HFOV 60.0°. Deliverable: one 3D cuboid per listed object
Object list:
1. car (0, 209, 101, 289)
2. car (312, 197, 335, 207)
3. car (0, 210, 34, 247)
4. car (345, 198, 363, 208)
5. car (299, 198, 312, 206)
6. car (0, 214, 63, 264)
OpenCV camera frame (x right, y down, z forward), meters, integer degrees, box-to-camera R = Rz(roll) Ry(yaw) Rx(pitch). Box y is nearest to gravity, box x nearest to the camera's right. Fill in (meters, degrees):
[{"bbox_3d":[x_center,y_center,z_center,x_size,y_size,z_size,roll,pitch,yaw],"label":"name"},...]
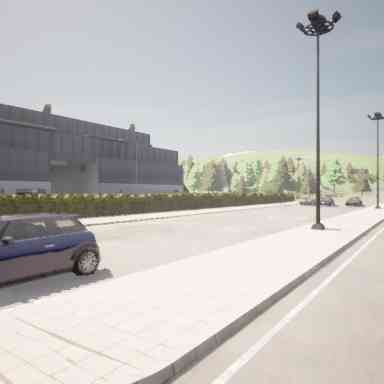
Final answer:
[{"bbox_3d":[-4.523,1.351,8.077,2.097,1.767,4.553,0,0,35],"label":"car"},{"bbox_3d":[20.098,1.488,49.891,2.128,1.511,4.902,0,0,34],"label":"car"},{"bbox_3d":[-9.108,1.563,13.757,1.994,1.385,4.181,0,0,35],"label":"car"},{"bbox_3d":[24.304,1.544,49.834,2.033,1.411,5.357,0,0,35],"label":"car"},{"bbox_3d":[19.052,1.597,54.550,1.895,1.301,4.718,0,0,35],"label":"car"},{"bbox_3d":[-6.733,1.563,11.037,1.994,1.385,4.181,0,0,35],"label":"car"}]
